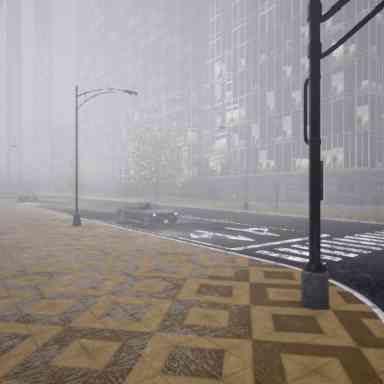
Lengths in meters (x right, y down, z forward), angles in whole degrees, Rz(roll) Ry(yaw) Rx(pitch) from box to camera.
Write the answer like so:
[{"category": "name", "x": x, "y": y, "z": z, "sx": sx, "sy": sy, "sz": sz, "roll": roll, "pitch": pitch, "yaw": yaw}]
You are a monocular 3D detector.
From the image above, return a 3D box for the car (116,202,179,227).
[{"category": "car", "x": -2.801, "y": 1.288, "z": 20.271, "sx": 1.895, "sy": 1.301, "sz": 4.718, "roll": 0, "pitch": 1, "yaw": -38}]

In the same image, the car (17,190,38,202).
[{"category": "car", "x": -22.577, "y": 0.531, "z": 45.606, "sx": 2.128, "sy": 1.511, "sz": 4.902, "roll": 0, "pitch": 1, "yaw": -38}]
